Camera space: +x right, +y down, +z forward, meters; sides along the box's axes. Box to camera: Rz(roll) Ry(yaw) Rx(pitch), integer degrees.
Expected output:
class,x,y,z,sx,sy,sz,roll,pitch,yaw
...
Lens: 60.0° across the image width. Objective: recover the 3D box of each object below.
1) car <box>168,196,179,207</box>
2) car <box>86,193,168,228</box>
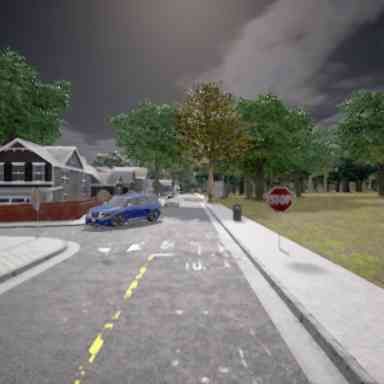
class,x,y,z,sx,sy,sz,roll,pitch,yaw
car,-2.724,1.224,46.157,1.812,1.442,4.674,0,1,0
car,-4.348,1.210,22.222,2.150,2.045,5.566,2,4,34
